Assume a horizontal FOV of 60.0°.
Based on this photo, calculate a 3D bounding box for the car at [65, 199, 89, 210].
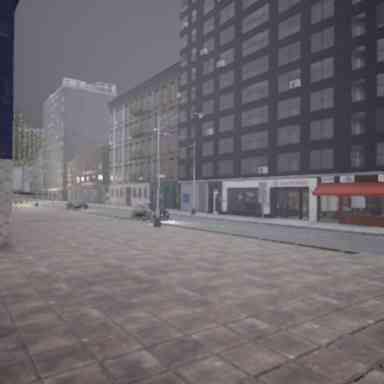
[{"bbox_3d":[-15.791,1.675,45.493,2.033,1.411,5.357,1,-1,-35],"label":"car"}]

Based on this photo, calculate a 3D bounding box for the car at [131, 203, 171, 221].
[{"bbox_3d":[-3.538,1.649,28.140,1.994,1.385,4.181,1,-1,-35],"label":"car"}]
